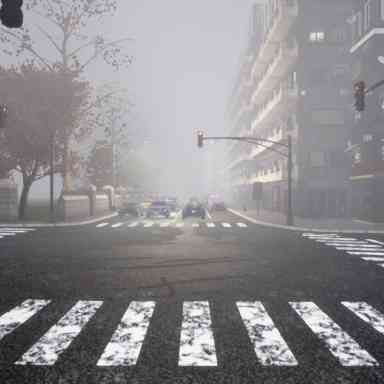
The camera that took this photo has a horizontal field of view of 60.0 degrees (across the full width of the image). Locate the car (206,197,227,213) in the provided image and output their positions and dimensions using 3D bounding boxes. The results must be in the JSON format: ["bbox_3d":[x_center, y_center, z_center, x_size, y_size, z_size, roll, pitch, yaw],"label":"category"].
[{"bbox_3d":[2.812,1.563,36.495,1.887,1.381,4.507,0,0,0],"label":"car"}]

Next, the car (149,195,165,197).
[{"bbox_3d":[-5.531,1.346,47.784,2.192,1.841,5.009,0,0,0],"label":"car"}]

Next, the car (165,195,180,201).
[{"bbox_3d":[-2.912,1.539,50.401,1.837,1.490,4.892,0,0,0],"label":"car"}]

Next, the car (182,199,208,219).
[{"bbox_3d":[0.154,1.577,29.759,1.994,1.385,4.181,0,0,1],"label":"car"}]

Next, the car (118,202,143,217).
[{"bbox_3d":[-5.587,1.579,30.893,1.947,1.339,4.313,0,0,0],"label":"car"}]

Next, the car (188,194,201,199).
[{"bbox_3d":[0.300,1.576,61.083,1.812,1.442,4.674,0,0,0],"label":"car"}]

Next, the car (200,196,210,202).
[{"bbox_3d":[2.941,1.628,75.907,2.008,1.369,4.403,0,0,0],"label":"car"}]

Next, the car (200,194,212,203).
[{"bbox_3d":[2.923,1.381,70.277,2.192,1.841,5.009,0,0,0],"label":"car"}]

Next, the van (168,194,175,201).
[{"bbox_3d":[-5.402,1.443,87.194,1.690,1.788,3.998,0,0,0],"label":"van"}]

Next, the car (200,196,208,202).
[{"bbox_3d":[2.959,1.634,81.537,1.887,1.381,4.507,0,0,0],"label":"car"}]

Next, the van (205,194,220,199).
[{"bbox_3d":[2.831,1.365,42.126,1.690,1.788,3.998,0,0,0],"label":"van"}]

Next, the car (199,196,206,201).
[{"bbox_3d":[2.996,1.699,92.797,1.802,1.307,4.206,0,0,0],"label":"car"}]

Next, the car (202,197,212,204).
[{"bbox_3d":[2.904,1.601,64.646,1.887,1.381,4.507,0,0,0],"label":"car"}]

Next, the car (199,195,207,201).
[{"bbox_3d":[2.978,1.542,87.166,1.967,1.590,4.097,0,0,0],"label":"car"}]

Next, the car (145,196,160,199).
[{"bbox_3d":[-5.550,1.549,41.984,1.752,1.417,4.829,0,0,0],"label":"car"}]

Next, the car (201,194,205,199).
[{"bbox_3d":[2.868,1.479,53.387,1.967,1.590,4.097,0,0,0],"label":"car"}]

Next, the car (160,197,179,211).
[{"bbox_3d":[-2.961,1.623,40.210,1.895,1.301,4.718,0,0,0],"label":"car"}]

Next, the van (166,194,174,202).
[{"bbox_3d":[-5.421,1.430,81.565,1.690,1.788,3.998,0,0,0],"label":"van"}]

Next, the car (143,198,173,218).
[{"bbox_3d":[-2.994,1.539,30.286,1.812,1.442,4.674,0,0,0],"label":"car"}]
